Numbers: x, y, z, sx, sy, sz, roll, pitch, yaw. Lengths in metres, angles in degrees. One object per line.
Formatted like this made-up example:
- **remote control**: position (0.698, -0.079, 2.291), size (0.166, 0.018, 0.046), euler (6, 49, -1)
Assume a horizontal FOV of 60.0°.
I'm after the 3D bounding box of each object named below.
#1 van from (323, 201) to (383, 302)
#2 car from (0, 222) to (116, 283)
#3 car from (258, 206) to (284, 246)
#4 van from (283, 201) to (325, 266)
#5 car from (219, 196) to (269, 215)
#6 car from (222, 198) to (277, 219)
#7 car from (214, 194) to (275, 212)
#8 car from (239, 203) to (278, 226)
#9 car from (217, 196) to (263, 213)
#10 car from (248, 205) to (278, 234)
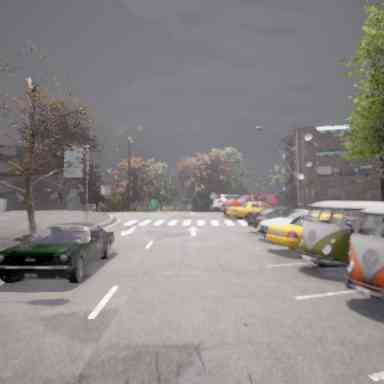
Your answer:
- **van**: position (5.195, 1.262, 6.771), size (4.442, 1.987, 1.878), euler (1, 0, -19)
- **car**: position (-3.678, 1.607, 9.781), size (1.895, 1.301, 4.718), euler (0, 0, 0)
- **car**: position (5.523, 1.491, 12.929), size (5.366, 1.575, 1.946), euler (1, 0, -19)
- **van**: position (5.217, 1.263, 9.800), size (4.442, 1.987, 1.878), euler (1, 0, -19)
- **car**: position (5.334, 1.376, 34.039), size (4.553, 1.767, 2.185), euler (1, -1, -21)
- **car**: position (5.571, 1.499, 28.039), size (5.366, 1.575, 1.946), euler (1, 0, -20)
- **car**: position (5.364, 1.249, 30.988), size (5.566, 2.045, 2.435), euler (1, 0, -20)
- **car**: position (5.383, 1.535, 18.919), size (4.674, 1.452, 2.002), euler (1, 0, -20)
- **car**: position (5.356, 1.416, 37.063), size (4.553, 1.767, 2.185), euler (2, -3, -21)
- **car**: position (5.376, 1.534, 15.890), size (4.674, 1.452, 2.002), euler (1, 0, -20)
